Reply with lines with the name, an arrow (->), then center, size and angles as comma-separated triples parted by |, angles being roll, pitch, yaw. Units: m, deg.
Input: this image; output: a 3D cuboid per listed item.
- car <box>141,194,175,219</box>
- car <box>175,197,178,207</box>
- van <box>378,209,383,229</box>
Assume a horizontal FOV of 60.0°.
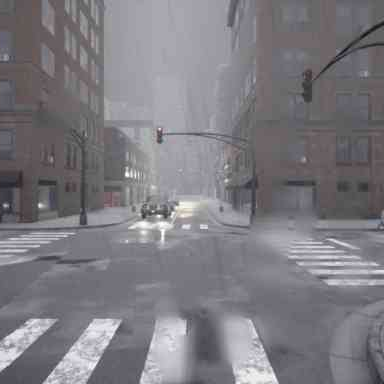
car -> -3.072, 1.236, 29.834 | 2.150, 2.045, 5.566 | 0, 0, 2
car -> -3.082, 1.546, 40.126 | 1.812, 1.442, 4.674 | 0, 0, 0
van -> 12.064, 1.358, 17.445 | 3.998, 1.788, 1.690 | 0, 0, 0
